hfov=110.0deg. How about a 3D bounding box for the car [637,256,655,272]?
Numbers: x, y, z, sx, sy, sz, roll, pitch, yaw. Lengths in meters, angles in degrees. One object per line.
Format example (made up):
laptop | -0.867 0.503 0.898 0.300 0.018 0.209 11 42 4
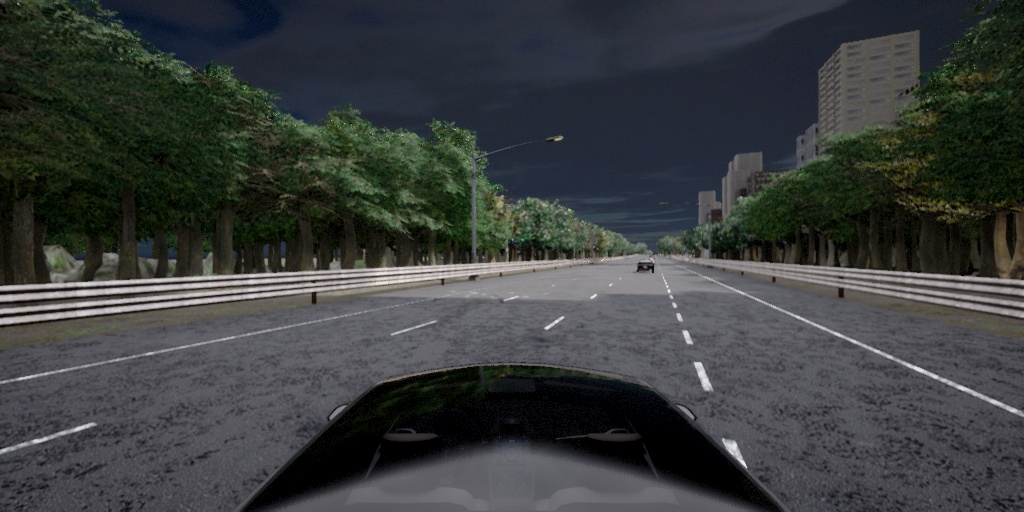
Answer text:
car | 16.896 1.158 45.205 1.882 1.535 5.008 0 0 22
